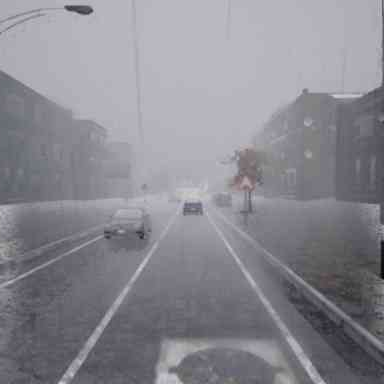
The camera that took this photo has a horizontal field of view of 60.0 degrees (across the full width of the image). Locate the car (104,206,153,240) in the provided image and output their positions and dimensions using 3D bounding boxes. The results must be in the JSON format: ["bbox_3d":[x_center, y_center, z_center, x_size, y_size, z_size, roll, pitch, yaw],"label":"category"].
[{"bbox_3d":[-3.105,1.490,16.973,1.812,1.442,4.674,0,0,0],"label":"car"}]

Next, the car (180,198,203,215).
[{"bbox_3d":[0.087,1.365,32.779,1.882,1.535,5.008,0,1,0],"label":"car"}]

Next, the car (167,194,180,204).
[{"bbox_3d":[-3.071,1.122,57.547,2.097,1.767,4.553,0,0,0],"label":"car"}]
